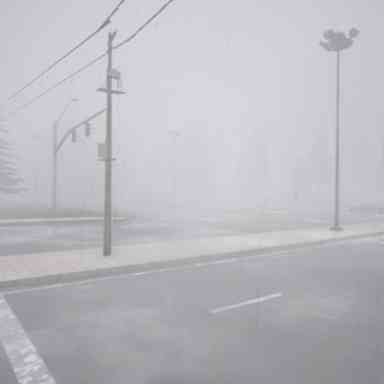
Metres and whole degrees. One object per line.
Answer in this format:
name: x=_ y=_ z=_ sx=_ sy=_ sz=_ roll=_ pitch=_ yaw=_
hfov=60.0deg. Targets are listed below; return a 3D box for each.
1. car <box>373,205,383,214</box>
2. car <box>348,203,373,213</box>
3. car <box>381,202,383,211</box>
car: x=25.498 y=2.031 z=42.133 sx=5.008 sy=1.535 sz=1.882 roll=1 pitch=0 yaw=-35
car: x=23.022 y=2.142 z=44.658 sx=4.718 sy=1.301 sz=1.895 roll=1 pitch=0 yaw=-35
car: x=30.484 y=2.223 z=50.025 sx=4.181 sy=1.385 sz=1.994 roll=1 pitch=0 yaw=-35
